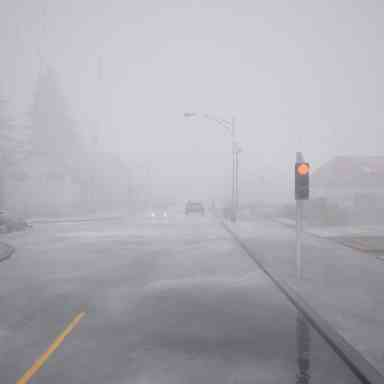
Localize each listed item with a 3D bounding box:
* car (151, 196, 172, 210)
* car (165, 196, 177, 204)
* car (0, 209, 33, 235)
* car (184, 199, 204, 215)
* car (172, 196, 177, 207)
[{"bbox_3d":[-3.971,1.505,42.263,1.837,1.490,4.892,0,0,0],"label":"car"},{"bbox_3d":[-3.869,1.477,62.378,1.882,1.535,5.008,0,0,1],"label":"car"},{"bbox_3d":[-11.226,1.491,17.958,4.902,1.511,2.128,0,0,-1],"label":"car"},{"bbox_3d":[0.238,1.491,34.476,2.128,1.511,4.902,0,0,0],"label":"car"},{"bbox_3d":[-3.934,1.352,52.306,2.097,1.767,4.553,0,0,0],"label":"car"}]
